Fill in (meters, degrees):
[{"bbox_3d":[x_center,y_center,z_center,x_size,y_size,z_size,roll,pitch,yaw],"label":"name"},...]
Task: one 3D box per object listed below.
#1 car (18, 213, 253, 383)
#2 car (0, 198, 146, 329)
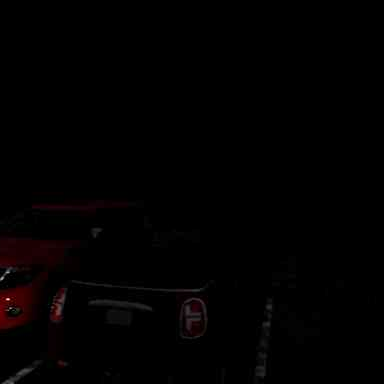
[{"bbox_3d":[-0.199,1.354,5.515,2.185,1.767,4.553,0,-1,15],"label":"car"},{"bbox_3d":[-2.636,1.226,7.258,2.435,2.045,5.566,1,-1,15],"label":"car"}]
